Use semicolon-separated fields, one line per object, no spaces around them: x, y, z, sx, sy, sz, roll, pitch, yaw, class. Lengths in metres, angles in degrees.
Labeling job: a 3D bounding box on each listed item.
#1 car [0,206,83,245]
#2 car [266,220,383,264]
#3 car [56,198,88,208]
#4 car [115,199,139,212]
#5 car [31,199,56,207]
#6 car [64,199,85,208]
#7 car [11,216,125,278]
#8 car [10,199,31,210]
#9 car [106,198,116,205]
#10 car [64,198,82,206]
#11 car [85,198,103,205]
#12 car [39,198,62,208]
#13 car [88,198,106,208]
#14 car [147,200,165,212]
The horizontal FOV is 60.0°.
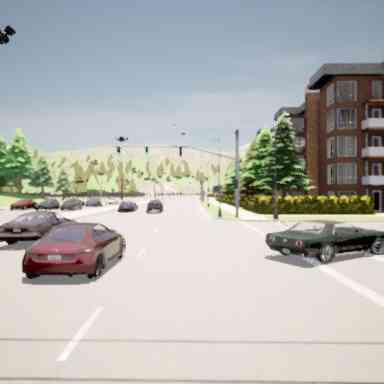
-7.208;1.632;16.065;2.033;1.411;5.357;0;0;-2;car
5.045;1.664;12.091;4.718;1.301;1.895;0;0;-30;car
-16.197;1.739;45.069;1.837;1.490;4.892;0;0;0;car
-8.013;1.782;42.145;1.994;1.385;4.181;0;0;-1;car
-19.695;1.800;45.455;1.994;1.385;4.181;0;0;0;car
-19.673;1.891;56.014;1.895;1.301;4.718;0;0;1;car
-3.406;1.619;10.338;1.994;1.385;4.181;0;0;1;car
-23.190;1.717;46.100;1.882;1.535;5.008;0;0;0;car
-16.120;1.868;66.807;1.812;1.442;4.674;0;0;0;car
-23.128;1.890;64.847;1.994;1.385;4.181;0;0;0;car
-19.621;1.883;66.662;2.033;1.411;5.357;0;0;0;car
-23.183;1.809;54.601;1.812;1.442;4.674;0;0;1;car
-16.190;1.811;55.075;1.812;1.442;4.674;0;0;1;car
-4.509;1.720;41.582;1.837;1.490;4.892;0;0;-1;car
